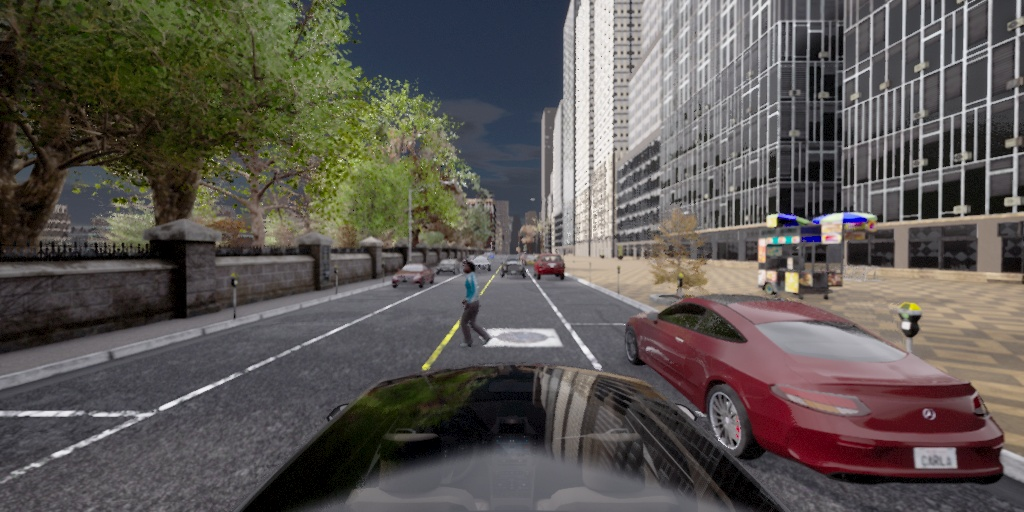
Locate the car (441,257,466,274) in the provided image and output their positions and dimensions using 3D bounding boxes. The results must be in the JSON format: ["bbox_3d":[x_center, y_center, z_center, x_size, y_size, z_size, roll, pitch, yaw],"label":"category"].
[{"bbox_3d":[-5.658,0.899,32.309,2.007,1.370,4.403,0,0,0],"label":"car"}]

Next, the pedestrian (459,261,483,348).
[{"bbox_3d":[-0.860,0.968,7.478,0.375,1.860,0.375,0,1,-3],"label":"pedestrian"}]

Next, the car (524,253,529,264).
[{"bbox_3d":[2.742,0.655,49.365,1.751,1.417,4.829,0,0,0],"label":"car"}]

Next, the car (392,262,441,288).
[{"bbox_3d":[-5.670,1.078,21.045,1.802,1.307,4.207,0,0,0],"label":"car"}]

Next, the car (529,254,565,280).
[{"bbox_3d":[2.717,0.738,26.667,2.192,1.841,5.009,0,0,0],"label":"car"}]

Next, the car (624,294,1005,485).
[{"bbox_3d":[3.003,1.236,4.842,1.812,1.442,4.674,0,1,0],"label":"car"}]

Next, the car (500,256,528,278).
[{"bbox_3d":[0.101,0.930,28.116,1.812,1.442,4.674,0,1,0],"label":"car"}]

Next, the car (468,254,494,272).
[{"bbox_3d":[-3.057,0.822,36.272,1.812,1.442,4.674,0,1,0],"label":"car"}]

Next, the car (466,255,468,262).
[{"bbox_3d":[-5.638,0.568,49.204,1.967,1.591,4.097,0,0,0],"label":"car"}]

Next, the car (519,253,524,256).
[{"bbox_3d":[0.124,0.729,45.116,2.033,1.411,5.357,0,1,0],"label":"car"}]
